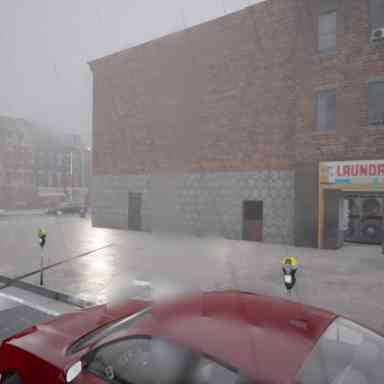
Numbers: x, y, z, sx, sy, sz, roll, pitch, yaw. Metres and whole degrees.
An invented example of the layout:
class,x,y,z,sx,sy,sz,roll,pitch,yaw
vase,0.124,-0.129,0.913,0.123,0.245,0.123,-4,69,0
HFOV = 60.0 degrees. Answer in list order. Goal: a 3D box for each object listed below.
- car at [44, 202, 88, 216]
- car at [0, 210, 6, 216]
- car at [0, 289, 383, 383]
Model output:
class,x,y,z,sx,sy,sz,roll,pitch,yaw
car,-14.107,1.856,37.495,1.837,1.490,4.892,1,0,36
car,-19.608,1.828,29.858,1.895,1.301,4.718,1,0,37
car,0.132,1.544,2.704,4.507,1.381,1.887,0,1,36
